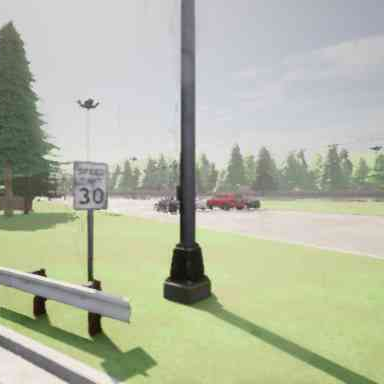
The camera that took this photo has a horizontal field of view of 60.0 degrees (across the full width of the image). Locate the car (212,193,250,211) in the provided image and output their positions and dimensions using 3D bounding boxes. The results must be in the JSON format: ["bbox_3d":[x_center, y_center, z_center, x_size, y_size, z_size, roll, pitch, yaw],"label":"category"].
[{"bbox_3d":[3.837,1.148,39.283,2.150,2.045,5.566,0,0,-32],"label":"car"}]

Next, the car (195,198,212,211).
[{"bbox_3d":[-0.078,1.444,38.918,1.812,1.442,4.674,0,0,-32],"label":"car"}]

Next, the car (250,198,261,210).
[{"bbox_3d":[6.475,1.433,41.665,1.837,1.490,4.892,0,0,-32],"label":"car"}]

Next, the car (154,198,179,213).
[{"bbox_3d":[-2.420,1.423,36.088,1.837,1.490,4.892,0,0,-32],"label":"car"}]
